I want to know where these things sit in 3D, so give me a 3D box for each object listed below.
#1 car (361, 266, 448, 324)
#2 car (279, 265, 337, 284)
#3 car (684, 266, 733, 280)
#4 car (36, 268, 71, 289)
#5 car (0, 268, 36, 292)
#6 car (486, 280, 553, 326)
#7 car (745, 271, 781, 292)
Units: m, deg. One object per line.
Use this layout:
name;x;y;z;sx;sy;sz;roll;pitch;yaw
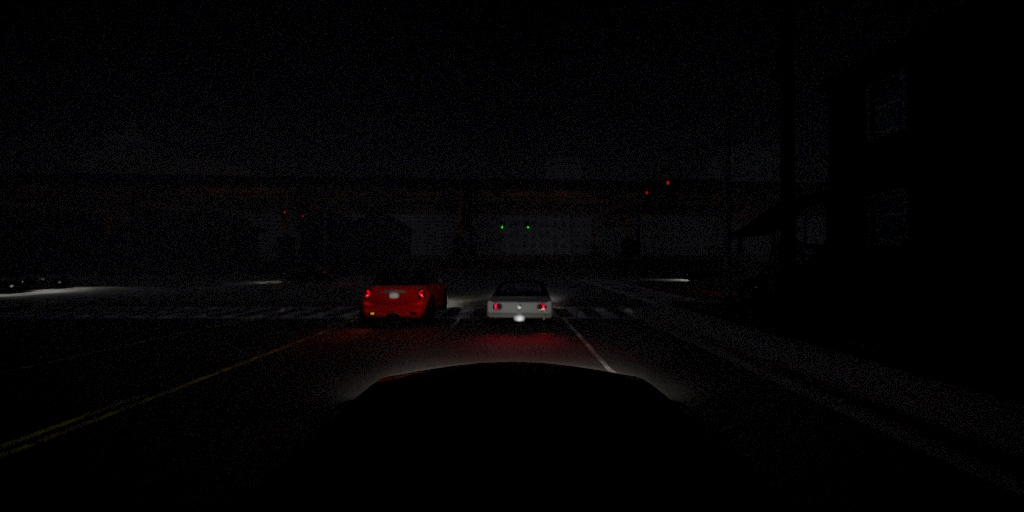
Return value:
car;-3.581;1.216;12.732;2.097;1.767;4.553;0;-1;-2
car;-17.490;1.529;30.746;5.008;1.535;1.882;0;-1;15
car;19.205;1.662;35.195;4.181;1.385;1.994;0;-1;0
car;-33.210;1.511;24.478;4.674;1.442;1.812;0;-1;0
car;-31.597;1.475;20.985;4.674;1.442;1.812;0;-1;0
car;0.358;1.459;12.146;1.895;1.301;4.718;0;-1;4
car;16.587;1.552;21.082;4.718;1.301;1.895;0;-1;1
